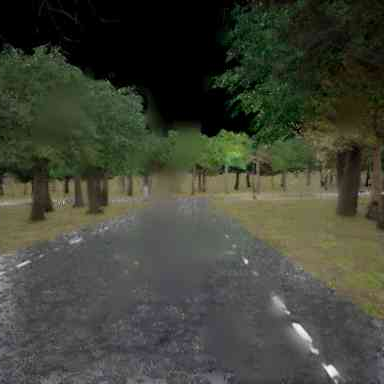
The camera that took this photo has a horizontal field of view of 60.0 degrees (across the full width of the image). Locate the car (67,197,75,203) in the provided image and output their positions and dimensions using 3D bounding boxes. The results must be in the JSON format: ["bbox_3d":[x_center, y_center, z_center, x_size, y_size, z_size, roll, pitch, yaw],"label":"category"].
[{"bbox_3d":[-30.401,2.122,86.569,4.181,1.385,1.994,-1,3,0],"label":"car"}]
